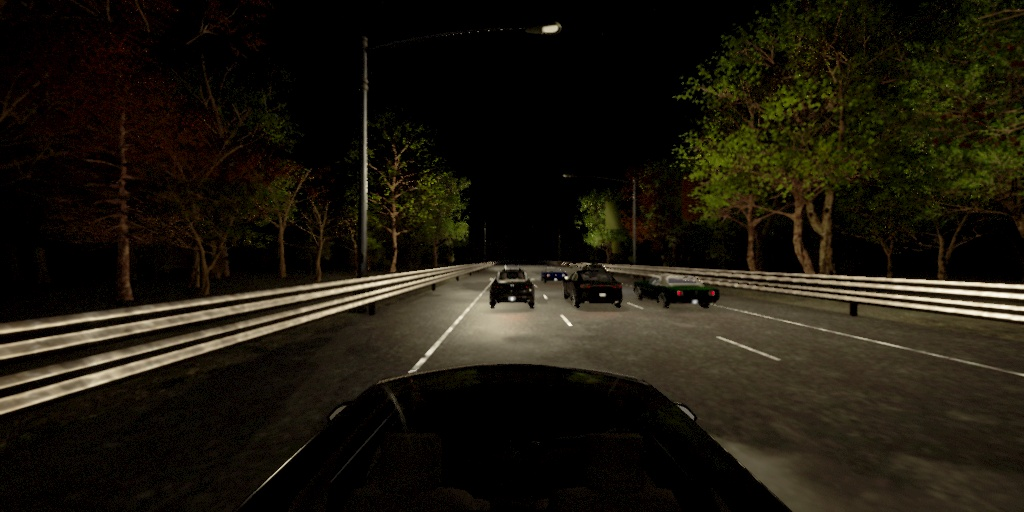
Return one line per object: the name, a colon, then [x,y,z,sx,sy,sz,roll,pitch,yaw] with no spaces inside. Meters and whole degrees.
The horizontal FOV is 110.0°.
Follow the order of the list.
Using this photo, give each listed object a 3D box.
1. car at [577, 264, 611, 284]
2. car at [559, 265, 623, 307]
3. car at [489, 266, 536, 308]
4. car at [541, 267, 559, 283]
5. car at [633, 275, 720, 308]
car: [7.016,1.524,31.150,1.837,1.490,4.892,0,0,0]
car: [3.512,1.361,16.331,1.882,1.535,5.008,0,0,0]
car: [0.010,1.390,16.149,1.837,1.490,4.892,0,0,0]
car: [3.514,1.615,30.945,1.895,1.301,4.718,0,0,0]
car: [7.008,1.481,15.948,1.895,1.301,4.718,0,0,0]
